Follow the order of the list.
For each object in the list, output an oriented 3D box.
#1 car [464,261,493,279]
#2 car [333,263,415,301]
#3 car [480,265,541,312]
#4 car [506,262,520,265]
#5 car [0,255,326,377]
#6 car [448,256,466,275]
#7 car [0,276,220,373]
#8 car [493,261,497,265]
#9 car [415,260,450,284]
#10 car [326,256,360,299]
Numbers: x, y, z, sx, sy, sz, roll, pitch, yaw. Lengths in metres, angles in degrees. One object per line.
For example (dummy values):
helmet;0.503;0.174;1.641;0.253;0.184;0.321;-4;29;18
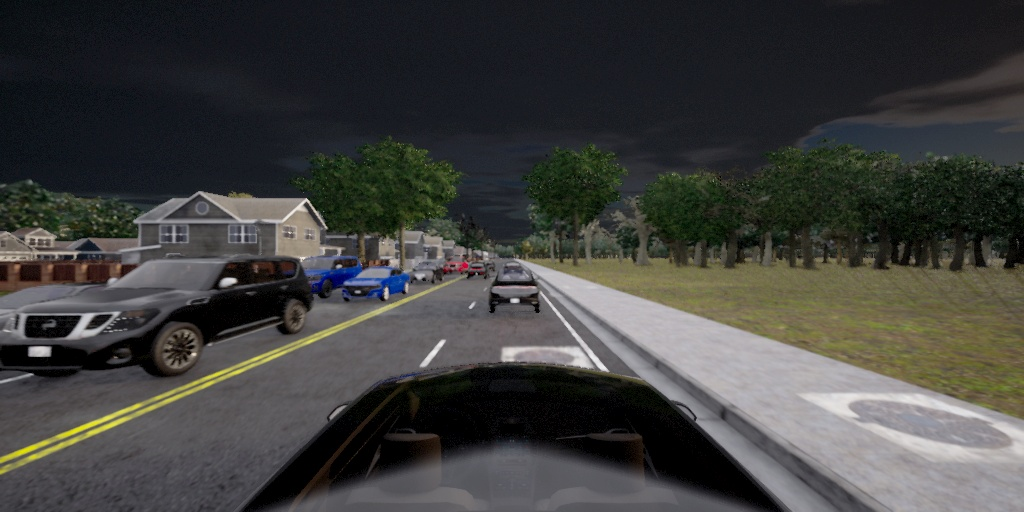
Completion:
car;-3.162;1.344;34.379;1.837;1.490;4.892;0;0;0
car;-6.558;1.271;17.786;1.882;1.535;5.008;0;0;0
car;0.096;1.276;14.390;2.128;1.511;4.902;0;0;0
car;0.088;1.322;36.838;1.882;1.535;5.008;0;0;0
car;-6.609;0.988;7.761;2.150;2.045;5.566;0;0;-1
car;-6.515;1.069;42.106;2.150;2.045;5.566;0;0;0
car;-9.843;1.315;8.156;2.033;1.411;5.357;0;0;0
car;-3.171;1.384;49.219;1.837;1.490;4.892;0;0;0
car;-6.561;1.312;28.036;2.128;1.511;4.902;0;0;0
car;-9.794;1.017;18.866;2.150;2.045;5.566;0;0;1
